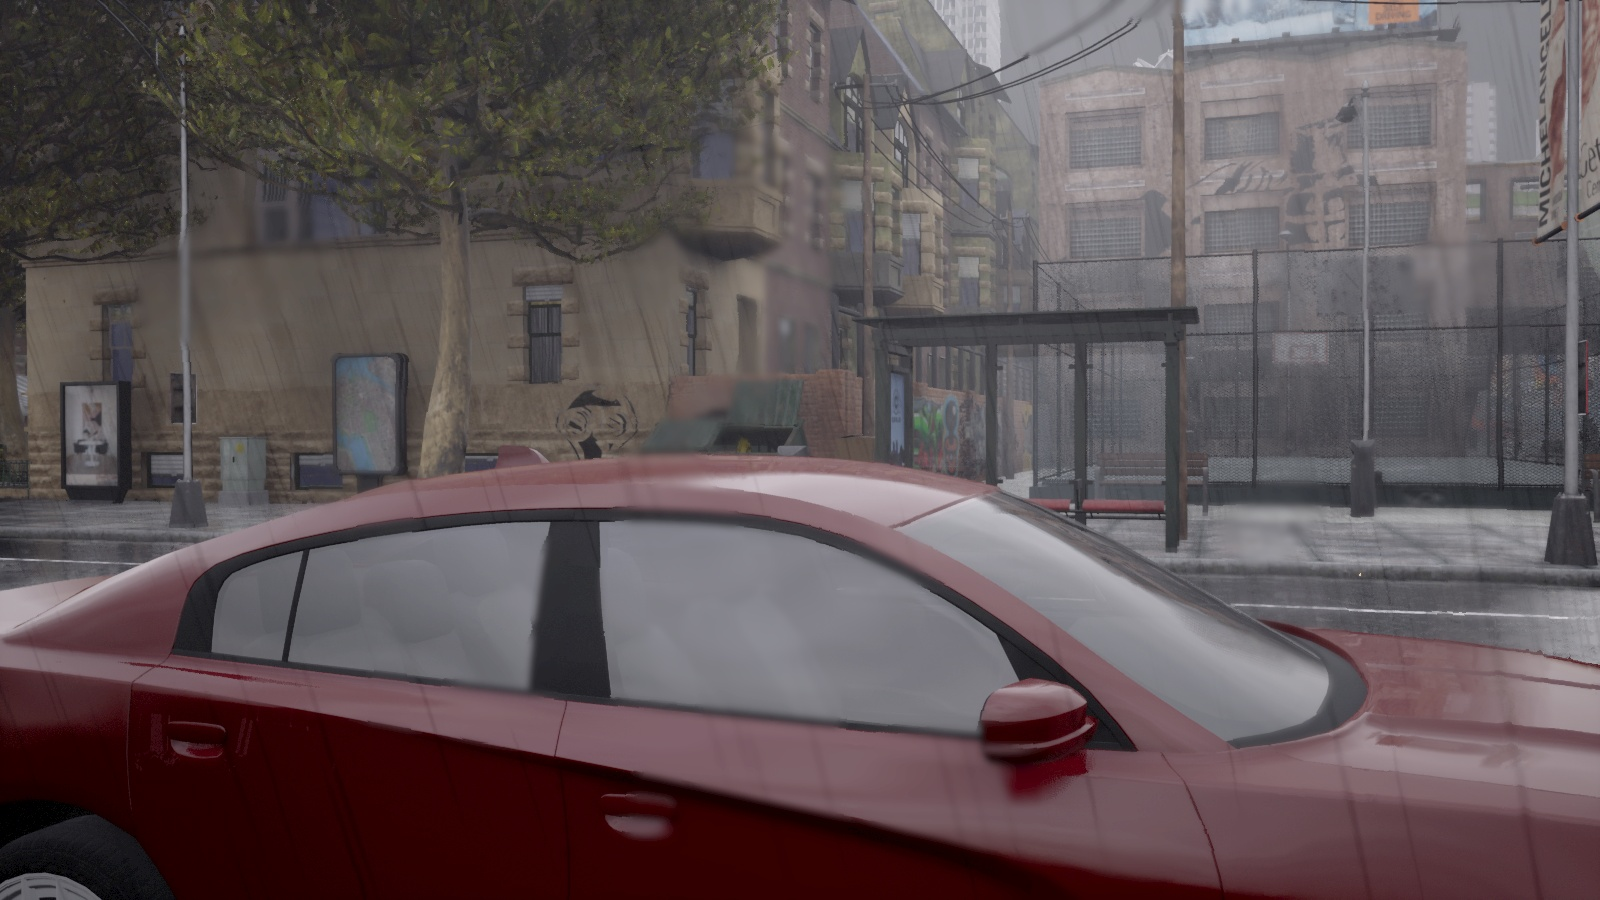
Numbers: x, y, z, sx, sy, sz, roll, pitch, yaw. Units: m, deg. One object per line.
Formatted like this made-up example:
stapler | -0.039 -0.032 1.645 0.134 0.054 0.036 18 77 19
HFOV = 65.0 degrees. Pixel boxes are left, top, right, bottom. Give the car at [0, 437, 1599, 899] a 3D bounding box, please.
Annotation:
car | 0.026 0.754 3.152 5.008 1.535 1.882 1 1 18
